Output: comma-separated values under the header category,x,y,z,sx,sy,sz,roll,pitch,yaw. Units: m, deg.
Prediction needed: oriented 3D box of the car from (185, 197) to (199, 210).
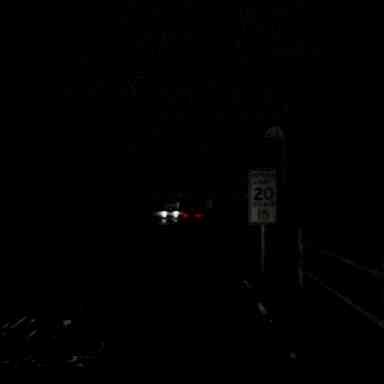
category,x,y,z,sx,sy,sz,roll,pitch,yaw
car,0.012,1.709,50.556,2.097,1.767,4.553,0,0,0

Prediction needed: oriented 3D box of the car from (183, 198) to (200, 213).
category,x,y,z,sx,sy,sz,roll,pitch,yaw
car,0.012,1.807,40.566,1.812,1.442,4.674,0,0,0

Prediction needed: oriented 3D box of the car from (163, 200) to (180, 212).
category,x,y,z,sx,sy,sz,roll,pitch,yaw
car,-2.737,1.839,44.764,1.812,1.442,4.674,0,0,0
